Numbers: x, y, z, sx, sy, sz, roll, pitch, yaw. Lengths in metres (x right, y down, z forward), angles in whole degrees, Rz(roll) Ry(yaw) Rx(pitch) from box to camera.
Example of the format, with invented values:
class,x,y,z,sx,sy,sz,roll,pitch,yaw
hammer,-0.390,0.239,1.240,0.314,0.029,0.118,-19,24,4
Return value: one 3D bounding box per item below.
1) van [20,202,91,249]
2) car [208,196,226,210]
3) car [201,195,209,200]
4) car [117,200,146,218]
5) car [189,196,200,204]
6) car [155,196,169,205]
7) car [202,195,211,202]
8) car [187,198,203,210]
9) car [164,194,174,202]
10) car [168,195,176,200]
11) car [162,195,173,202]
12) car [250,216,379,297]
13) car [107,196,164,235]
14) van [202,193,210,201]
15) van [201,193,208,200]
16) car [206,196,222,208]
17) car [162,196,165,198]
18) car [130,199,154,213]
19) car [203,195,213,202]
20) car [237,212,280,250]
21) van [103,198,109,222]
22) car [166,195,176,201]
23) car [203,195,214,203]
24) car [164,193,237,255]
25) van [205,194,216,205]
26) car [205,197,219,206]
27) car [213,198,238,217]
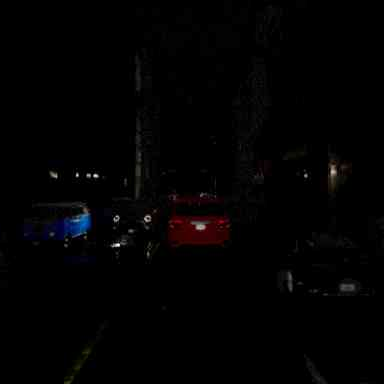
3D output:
class,x,y,z,sx,sy,sz,roll,pitch,yaw
van,-5.589,1.319,14.044,1.690,1.788,3.998,0,0,0
car,3.113,1.379,42.239,1.967,1.590,4.097,0,0,0
car,3.397,1.428,87.427,1.887,1.381,4.507,0,0,0
car,-5.482,1.479,30.820,1.752,1.417,4.829,0,0,0
car,0.483,1.418,61.333,1.837,1.490,4.892,0,0,0
car,-5.304,1.461,59.233,1.887,1.381,4.507,0,0,0
car,3.326,1.462,76.130,1.947,1.339,4.313,0,0,0
car,0.369,1.537,43.383,1.895,1.301,4.718,0,0,0
car,-5.199,1.336,76.180,1.967,1.590,4.097,0,0,0
car,-5.128,1.464,87.477,1.802,1.307,4.206,0,0,0
car,-5.234,1.453,70.531,2.008,1.369,4.403,0,0,0
car,2.902,1.538,8.349,2.008,1.369,4.403,0,0,0
car,-2.986,1.323,18.561,2.097,1.767,4.553,0,0,0
van,3.360,1.231,81.778,1.690,1.788,3.998,0,0,0
van,3.431,1.218,93.075,1.690,1.788,3.998,0,0,0
car,3.149,1.371,47.887,1.967,1.590,4.097,0,0,0
car,-5.340,1.489,53.585,1.947,1.339,4.313,0,0,0
car,-5.446,1.511,36.639,1.947,1.339,4.313,0,0,0
car,3.291,1.448,70.481,1.887,1.381,4.507,0,0,0
car,2.937,1.529,13.998,2.008,1.369,4.403,0,0,0
van,-5.518,1.302,25.341,1.690,1.788,3.998,0,0,0
car,-5.163,1.440,81.829,2.008,1.369,4.403,0,0,0
car,3.255,1.350,64.833,1.967,1.590,4.097,0,0,0
car,0.221,1.201,13.251,2.150,2.045,5.566,0,0,-1
van,3.219,1.258,59.184,1.690,1.788,3.998,0,0,0
car,3.185,1.469,53.536,1.887,1.381,4.507,0,0,0
car,3.043,1.394,30.943,1.967,1.590,4.097,0,0,0
